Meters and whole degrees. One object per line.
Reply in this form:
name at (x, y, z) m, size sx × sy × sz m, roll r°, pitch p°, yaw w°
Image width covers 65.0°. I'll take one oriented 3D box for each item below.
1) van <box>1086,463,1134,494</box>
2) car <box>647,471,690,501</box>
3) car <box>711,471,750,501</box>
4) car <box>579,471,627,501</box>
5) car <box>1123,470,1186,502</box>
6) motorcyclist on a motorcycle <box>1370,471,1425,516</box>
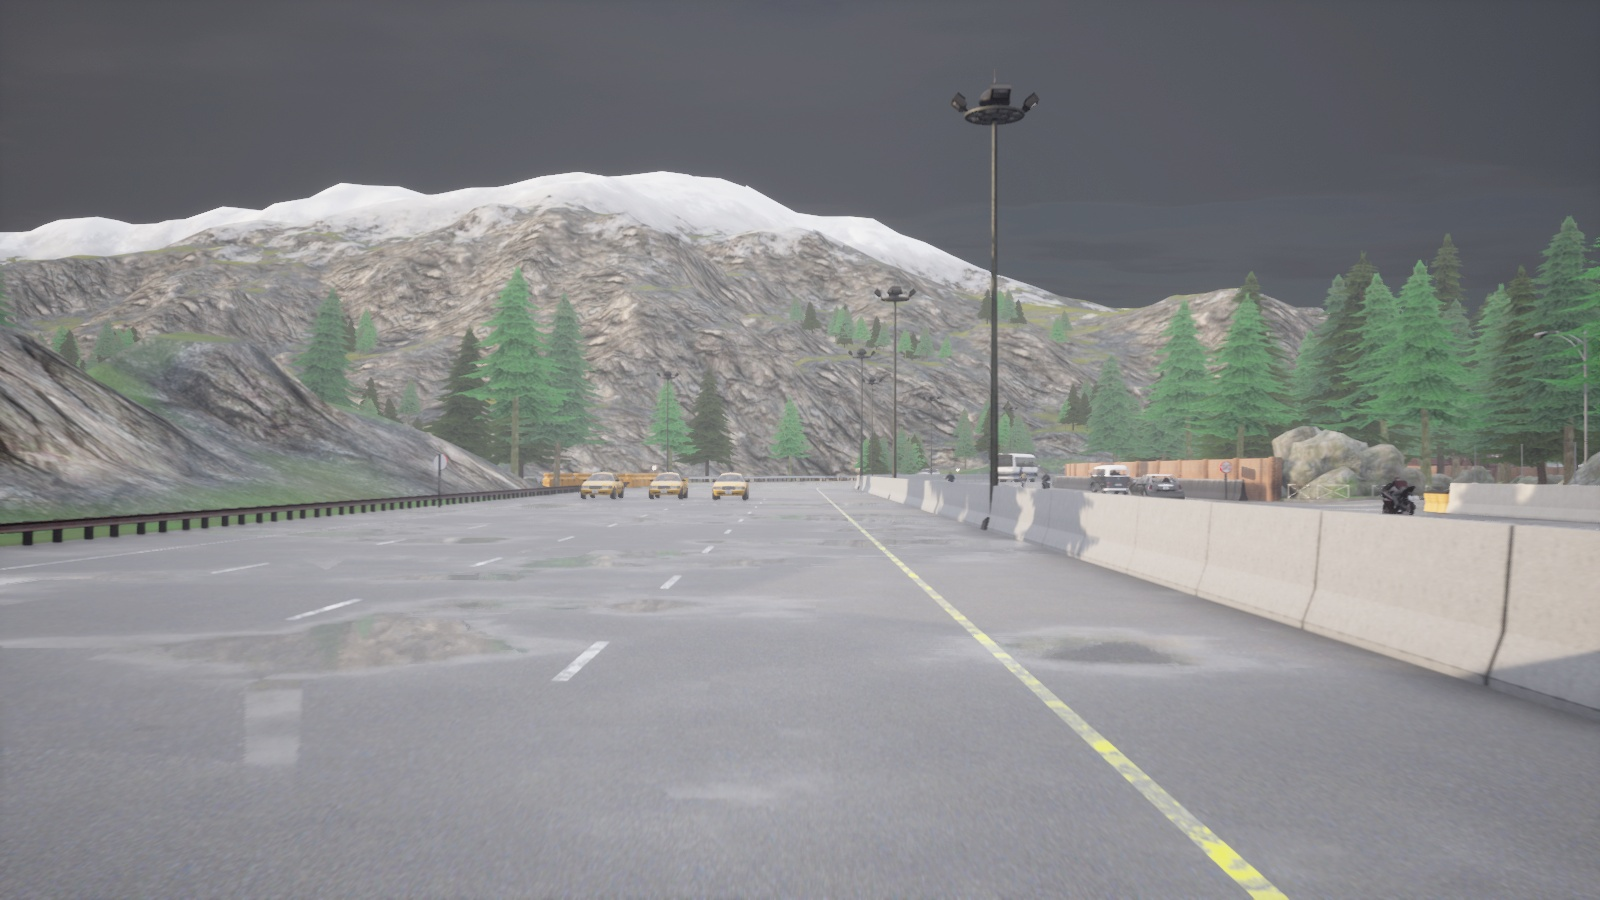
van at (20.795, 1.868, 84.321) m, size 2.069 × 2.038 × 4.480 m, roll 0°, pitch -1°, yaw 0°
car at (-7.168, 1.937, 69.002) m, size 1.801 × 1.575 × 5.366 m, roll 0°, pitch -1°, yaw 0°
car at (-3.664, 1.896, 67.345) m, size 1.801 × 1.575 × 5.366 m, roll 0°, pitch -1°, yaw 0°
car at (-10.666, 1.939, 68.235) m, size 1.801 × 1.575 × 5.366 m, roll 0°, pitch -1°, yaw 0°
car at (17.350, 1.742, 61.648) m, size 1.970 × 1.475 × 3.806 m, roll 0°, pitch -1°, yaw 0°
motorcyclist on a motorcycle at (20.893, 1.502, 43.988) m, size 0.866 × 1.530 × 2.191 m, roll 0°, pitch -1°, yaw 0°
